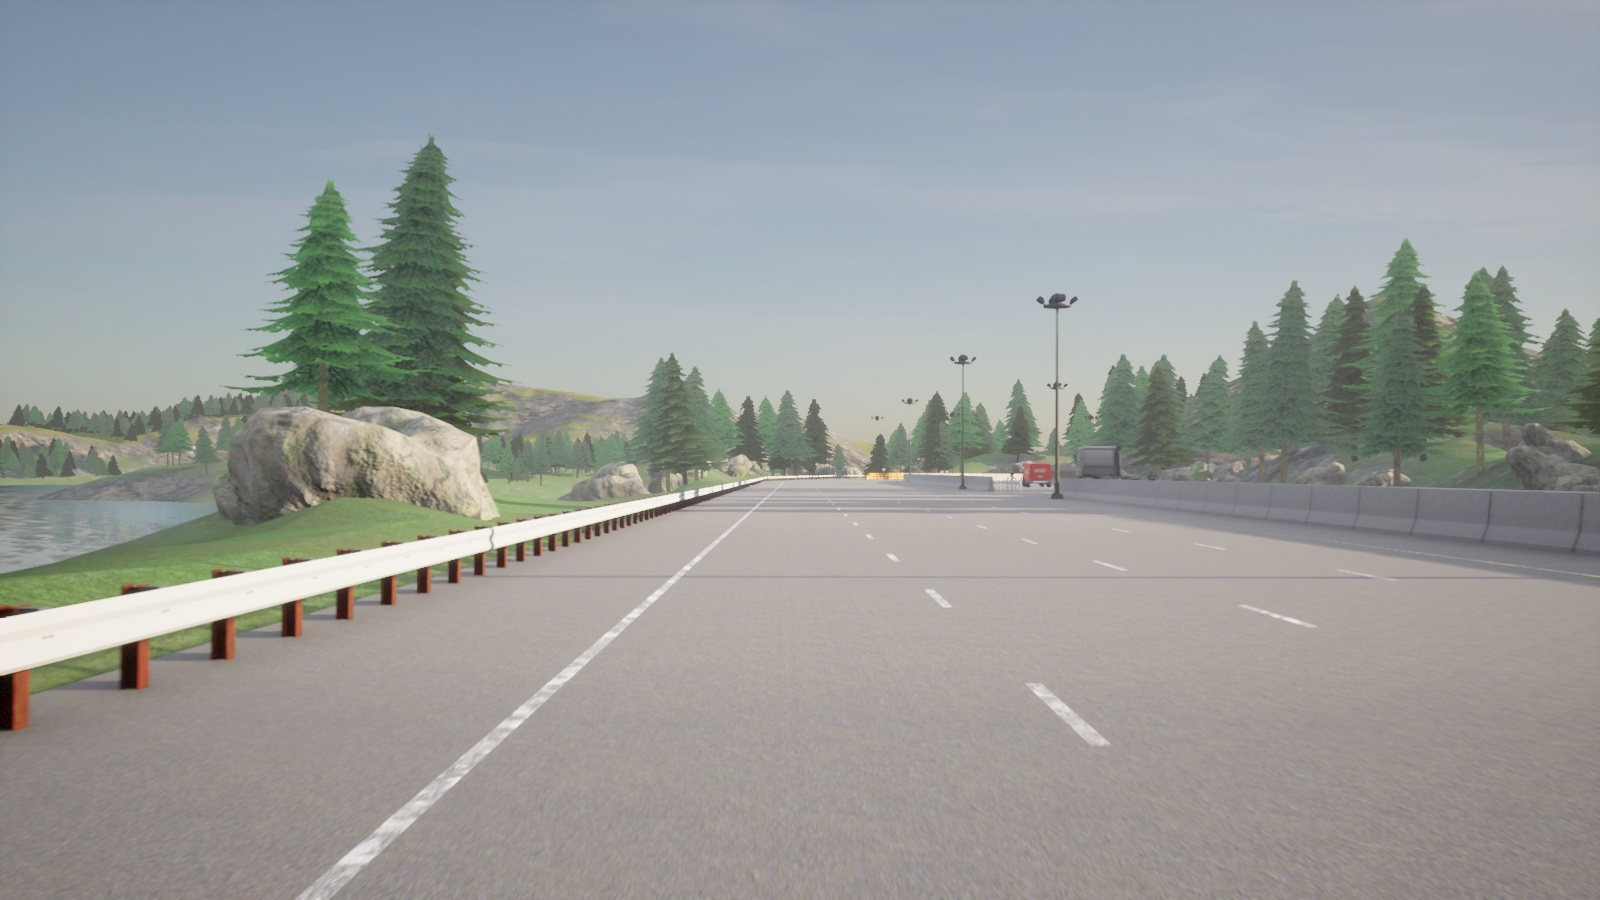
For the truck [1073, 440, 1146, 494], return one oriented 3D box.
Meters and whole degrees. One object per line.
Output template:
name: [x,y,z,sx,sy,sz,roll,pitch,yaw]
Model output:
truck: [20.796,1.170,84.882,2.891,3.462,7.936,0,-1,0]
